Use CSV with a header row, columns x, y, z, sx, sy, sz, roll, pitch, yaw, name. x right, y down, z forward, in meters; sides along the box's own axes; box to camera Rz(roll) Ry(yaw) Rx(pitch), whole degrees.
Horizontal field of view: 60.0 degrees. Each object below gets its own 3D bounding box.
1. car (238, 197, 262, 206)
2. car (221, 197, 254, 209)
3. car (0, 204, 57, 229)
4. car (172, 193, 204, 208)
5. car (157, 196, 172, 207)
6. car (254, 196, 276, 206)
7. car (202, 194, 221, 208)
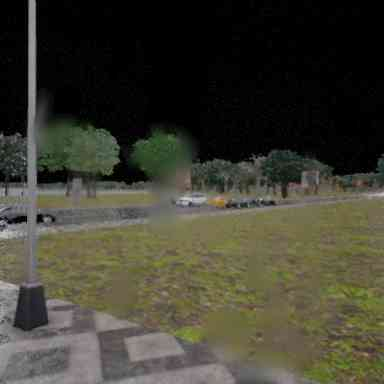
x,y,z,sx,sy,sz,roll,pitch,yaw,name
10.004,1.554,57.031,2.033,1.411,5.357,0,0,36,car
6.411,1.527,46.413,1.837,1.490,4.892,0,0,36,car
-11.370,1.514,21.858,2.128,1.511,4.902,0,0,36,car
0.025,1.214,48.858,2.150,2.045,5.566,0,0,36,car
-3.195,1.326,49.963,2.097,1.767,4.553,0,0,36,car
12.137,1.374,54.431,2.097,1.767,4.553,0,0,36,car
3.936,1.484,48.536,1.882,1.535,5.008,0,0,36,car
